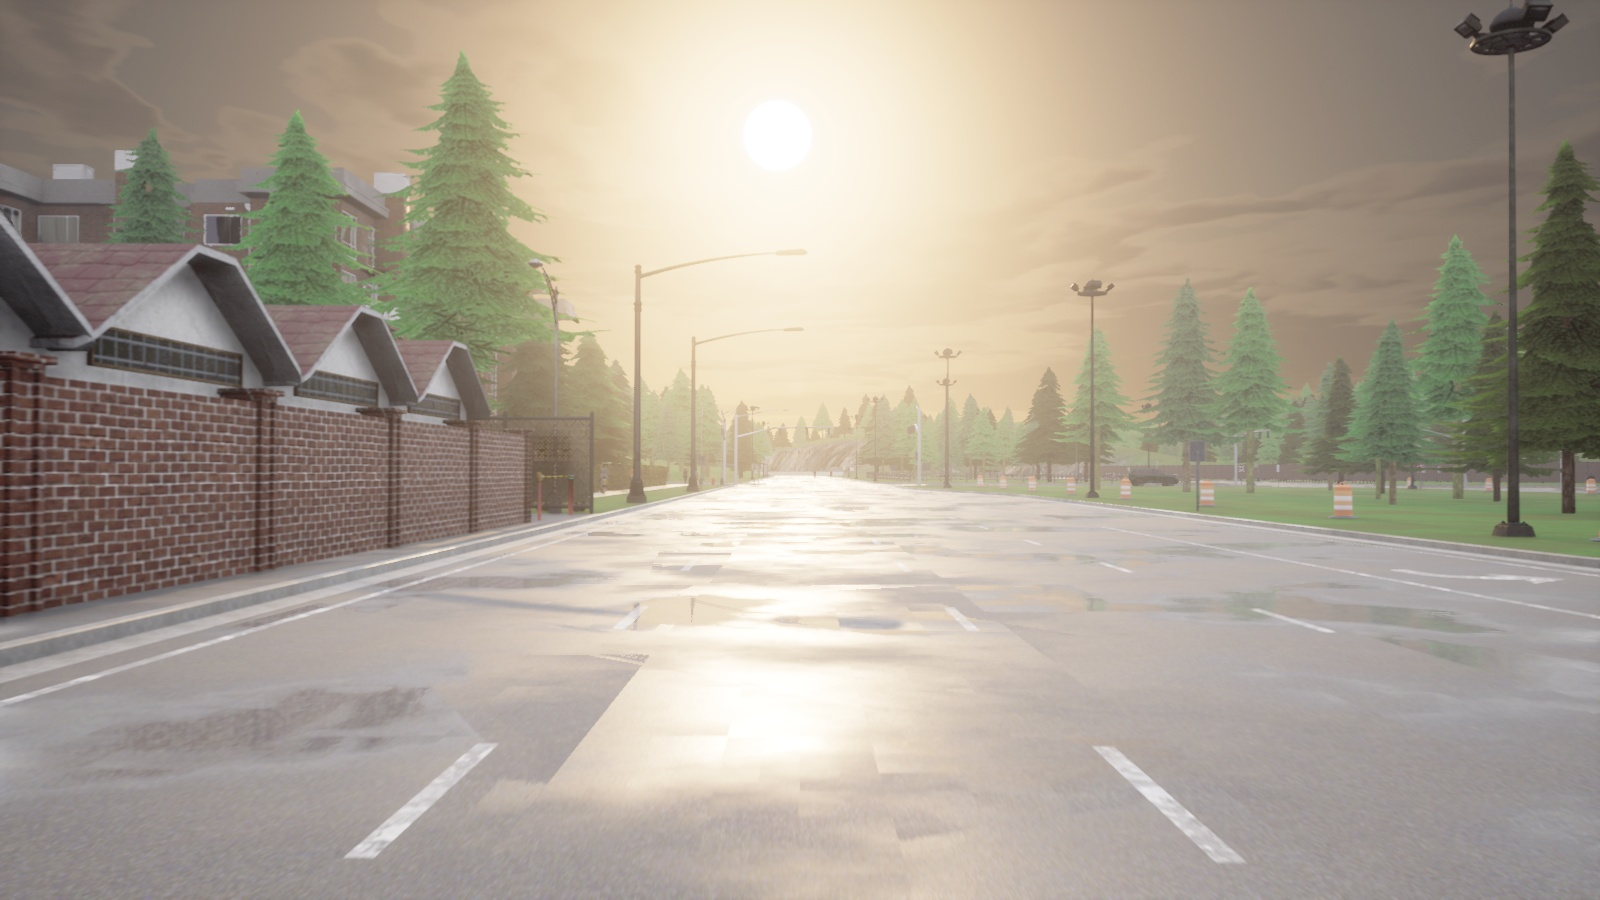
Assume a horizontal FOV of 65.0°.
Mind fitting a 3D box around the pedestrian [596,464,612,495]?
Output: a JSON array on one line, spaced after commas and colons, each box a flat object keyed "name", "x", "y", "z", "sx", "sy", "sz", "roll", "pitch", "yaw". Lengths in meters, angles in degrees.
[{"name": "pedestrian", "x": -11.762, "y": 1.750, "z": 75.381, "sx": 0.874, "sy": 1.855, "sz": 0.900, "roll": 0, "pitch": -1, "yaw": 0}]

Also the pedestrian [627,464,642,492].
[{"name": "pedestrian", "x": -11.210, "y": 1.907, "z": 84.928, "sx": 0.874, "sy": 1.855, "sz": 0.900, "roll": 0, "pitch": -1, "yaw": 0}]
